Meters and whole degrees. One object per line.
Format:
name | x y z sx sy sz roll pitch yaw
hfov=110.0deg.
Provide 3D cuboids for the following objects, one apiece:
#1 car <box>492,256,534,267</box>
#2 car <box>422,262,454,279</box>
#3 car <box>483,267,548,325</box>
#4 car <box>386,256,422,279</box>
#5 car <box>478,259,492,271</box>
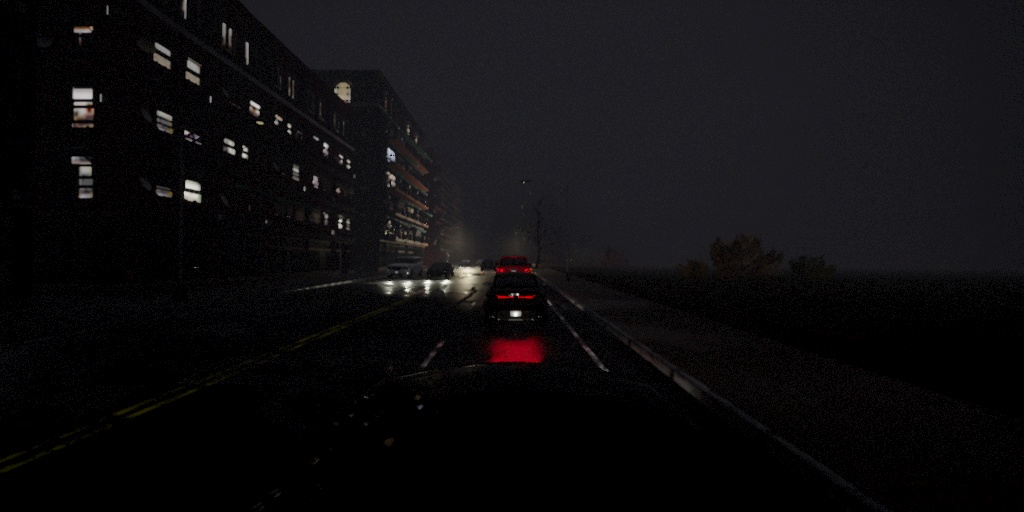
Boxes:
car | 0.099 1.011 22.800 2.150 2.045 5.566 0 0 0
car | -6.598 1.289 33.359 1.882 1.535 5.008 0 0 0
car | 0.100 1.276 11.906 1.837 1.490 4.892 0 0 0
car | -9.849 1.033 33.354 2.150 2.045 5.566 0 0 0
car | -3.245 1.195 50.483 2.097 1.767 4.553 0 0 0
